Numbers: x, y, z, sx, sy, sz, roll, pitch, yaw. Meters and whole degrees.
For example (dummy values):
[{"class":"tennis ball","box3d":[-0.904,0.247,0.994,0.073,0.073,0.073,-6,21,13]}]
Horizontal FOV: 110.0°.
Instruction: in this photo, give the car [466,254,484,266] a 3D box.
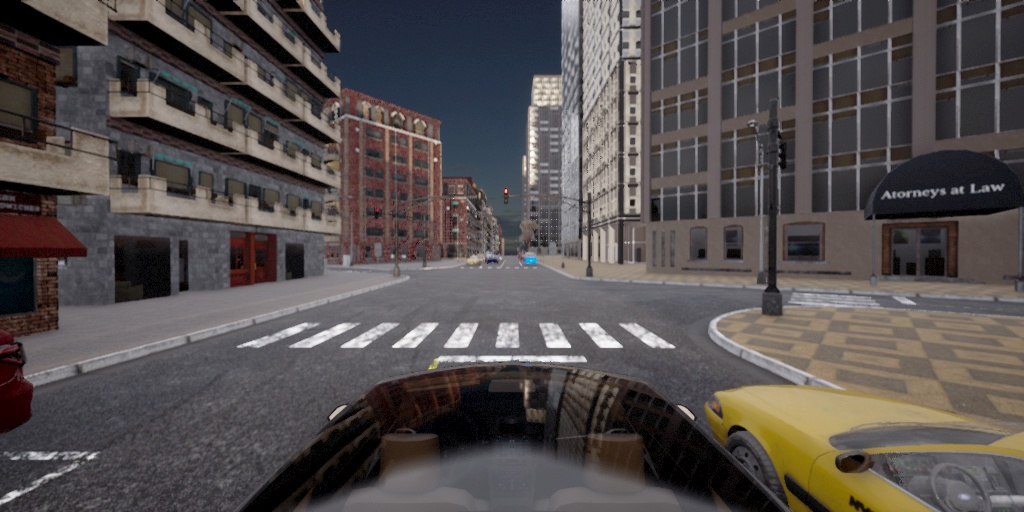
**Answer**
[{"class":"car","box3d":[-5.335,0.582,49.937,1.751,1.417,4.829,0,0,0]}]

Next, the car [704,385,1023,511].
[{"class":"car","box3d":[2.566,1.284,1.292,1.751,1.417,4.829,0,0,0]}]

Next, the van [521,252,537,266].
[{"class":"van","box3d":[2.545,0.397,50.110,1.690,1.789,3.998,0,0,0]}]

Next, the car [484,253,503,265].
[{"class":"car","box3d":[-2.845,0.601,54.350,1.895,1.301,4.718,0,1,0]}]

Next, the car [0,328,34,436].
[{"class":"car","box3d":[-5.314,1.074,1.113,2.192,1.841,5.009,0,0,0]}]
